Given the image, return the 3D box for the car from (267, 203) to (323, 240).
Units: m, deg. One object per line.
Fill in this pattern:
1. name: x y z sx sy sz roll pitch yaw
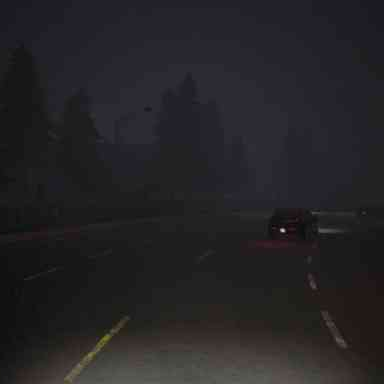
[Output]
1. car: 5.380 1.532 17.427 1.837 1.490 4.892 0 -1 30

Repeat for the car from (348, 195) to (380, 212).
1. car: 20.500 1.351 39.244 5.566 2.045 2.150 1 0 -44

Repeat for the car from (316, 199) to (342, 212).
1. car: 16.266 1.586 40.049 4.902 1.511 2.128 0 0 -44

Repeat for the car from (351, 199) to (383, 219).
1. car: 16.478 1.626 30.245 4.674 1.442 1.812 0 0 -45
